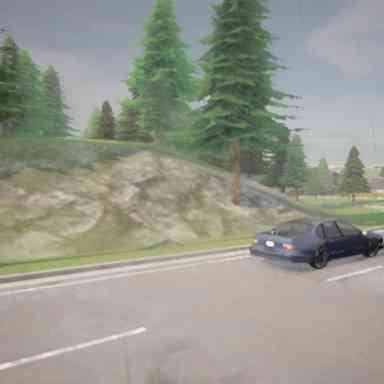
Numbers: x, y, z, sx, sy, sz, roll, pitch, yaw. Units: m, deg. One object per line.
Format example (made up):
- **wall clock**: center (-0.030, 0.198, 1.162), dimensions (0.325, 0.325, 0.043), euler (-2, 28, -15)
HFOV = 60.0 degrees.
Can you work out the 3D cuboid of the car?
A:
- **car**: center (4.342, 1.566, 11.181), dimensions (5.357, 1.411, 2.033), euler (0, 0, -35)
